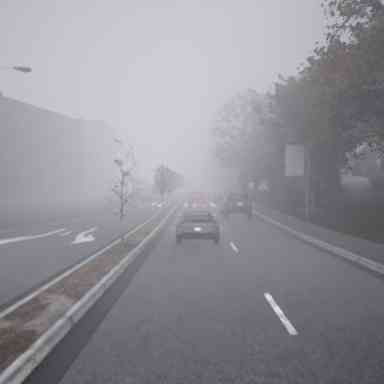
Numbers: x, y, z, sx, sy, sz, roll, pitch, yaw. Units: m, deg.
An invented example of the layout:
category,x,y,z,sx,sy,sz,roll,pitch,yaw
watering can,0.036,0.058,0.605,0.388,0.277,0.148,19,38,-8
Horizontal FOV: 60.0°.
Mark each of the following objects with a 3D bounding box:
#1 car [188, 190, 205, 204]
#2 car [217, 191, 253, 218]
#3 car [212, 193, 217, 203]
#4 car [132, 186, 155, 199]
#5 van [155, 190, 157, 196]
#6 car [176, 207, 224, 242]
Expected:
category,x,y,z,sx,sy,sz,roll,pitch,yaw
car,0.525,0.574,42.152,2.097,1.767,4.553,0,2,1
car,3.514,0.942,27.064,2.150,2.045,5.566,0,2,1
car,3.699,0.753,44.584,1.895,1.301,4.718,0,2,1
car,-7.632,0.148,50.910,2.435,2.045,5.566,0,2,1
van,-7.546,-0.008,56.365,1.878,1.987,4.442,0,2,1
car,0.261,1.531,16.108,1.994,1.385,4.181,0,0,1
